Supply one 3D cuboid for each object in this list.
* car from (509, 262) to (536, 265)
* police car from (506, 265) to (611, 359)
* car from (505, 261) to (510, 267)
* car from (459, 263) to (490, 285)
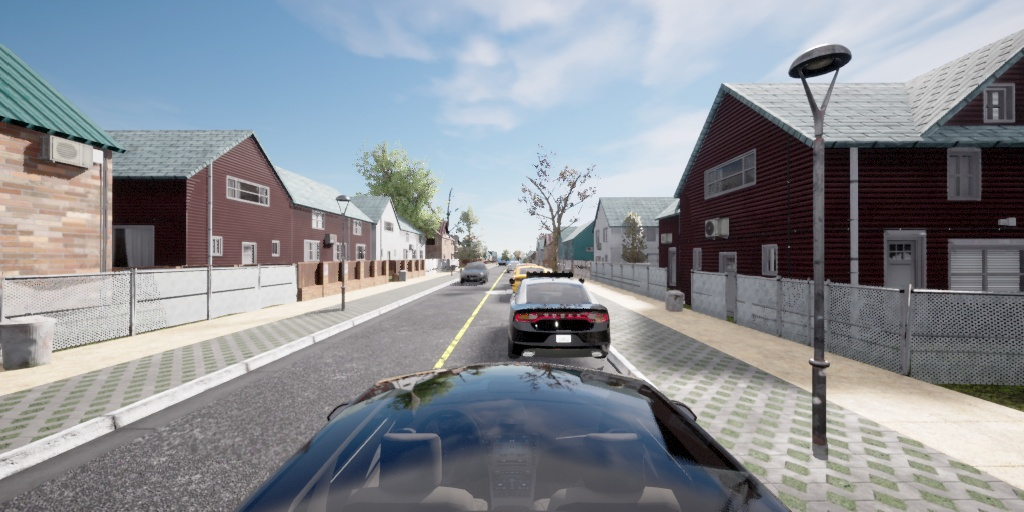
[{"bbox_3d":[0.948,1.238,18.458,1.882,1.535,5.008,0,0,0],"label":"car"},{"bbox_3d":[0.879,1.176,8.567,1.930,1.638,5.238,0,0,0],"label":"police car"},{"bbox_3d":[0.345,1.383,45.730,1.812,1.442,4.674,0,0,1],"label":"car"},{"bbox_3d":[-2.672,1.281,26.422,1.837,1.490,4.892,0,0,0],"label":"car"}]
